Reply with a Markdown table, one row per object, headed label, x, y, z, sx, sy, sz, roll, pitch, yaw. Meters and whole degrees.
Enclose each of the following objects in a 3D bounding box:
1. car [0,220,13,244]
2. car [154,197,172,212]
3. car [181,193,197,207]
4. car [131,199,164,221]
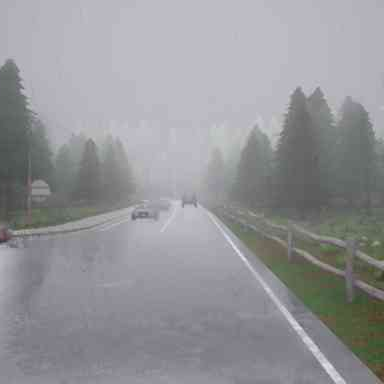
| label | x | y | z | sx | sy | sz | roll | pitch | yaw |
| --- | --- | --- | --- | --- | --- | --- | --- | --- | --- |
| car | -9.623 | 1.593 | 13.492 | 4.181 | 1.385 | 1.994 | 0 | 0 | -19 |
| car | -3.777 | 1.341 | 38.949 | 2.097 | 1.767 | 4.553 | 0 | 0 | -1 |
| car | -0.434 | 1.210 | 50.805 | 2.150 | 2.045 | 5.566 | 0 | 0 | -2 |
| car | -3.636 | 1.554 | 26.846 | 1.994 | 1.385 | 4.181 | 0 | 0 | 0 |
